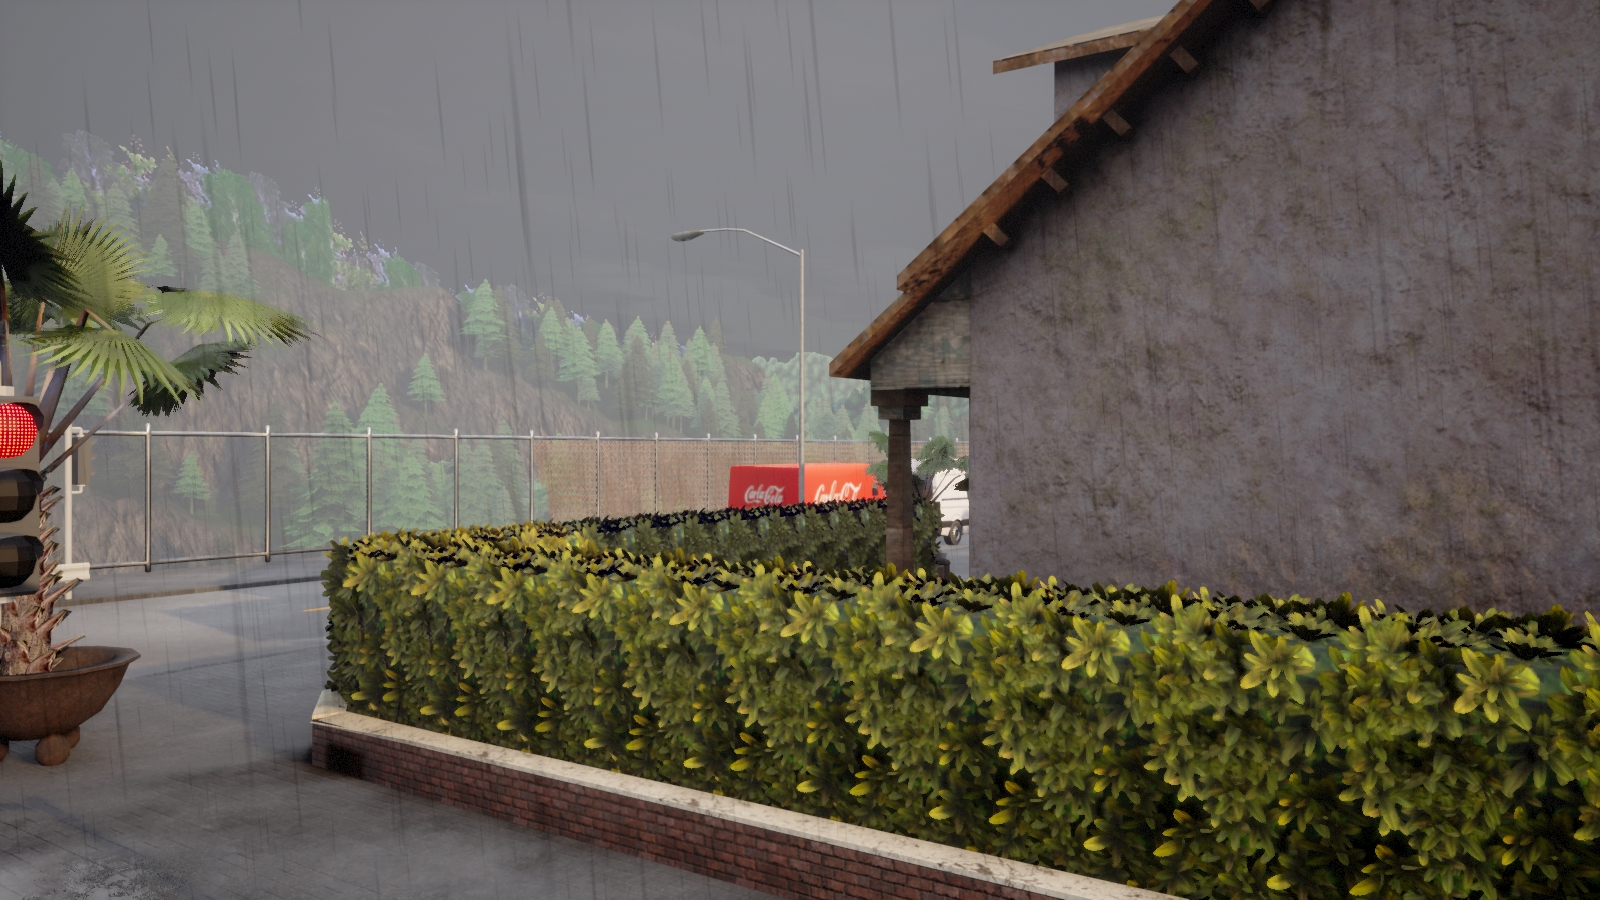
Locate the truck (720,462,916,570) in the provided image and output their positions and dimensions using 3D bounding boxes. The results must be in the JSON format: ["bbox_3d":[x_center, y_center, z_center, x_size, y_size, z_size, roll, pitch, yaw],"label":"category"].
[{"bbox_3d":[0.584,1.568,29.600,2.627,2.467,5.204,0,0,35],"label":"truck"}]
